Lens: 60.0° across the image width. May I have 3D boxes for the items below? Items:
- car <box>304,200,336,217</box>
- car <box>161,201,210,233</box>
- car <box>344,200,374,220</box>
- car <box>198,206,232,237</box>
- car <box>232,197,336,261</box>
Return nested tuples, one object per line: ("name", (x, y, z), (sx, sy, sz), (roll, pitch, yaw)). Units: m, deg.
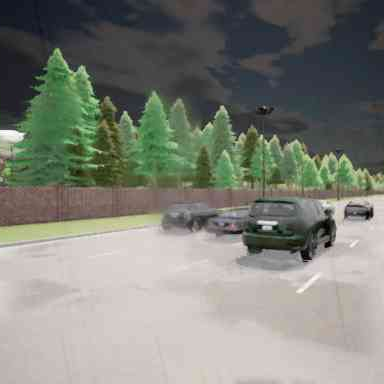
("car", (12.119, 1.484, 31.329), (1.812, 1.442, 4.674), (0, 0, 34))
("car", (0.234, 1.326, 19.796), (2.097, 1.767, 4.553), (0, 0, 34))
("car", (14.041, 1.452, 27.900), (2.128, 1.511, 4.902), (0, 0, 34))
("car", (2.739, 1.524, 17.244), (2.033, 1.411, 5.357), (0, 0, 34))
("car", (3.837, 1.204, 12.578), (2.150, 2.045, 5.566), (0, 0, 34))
